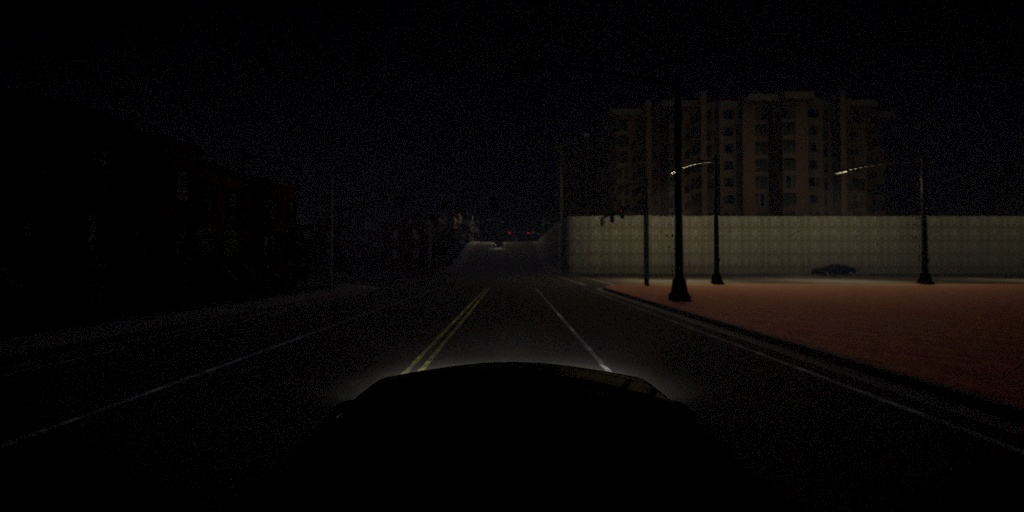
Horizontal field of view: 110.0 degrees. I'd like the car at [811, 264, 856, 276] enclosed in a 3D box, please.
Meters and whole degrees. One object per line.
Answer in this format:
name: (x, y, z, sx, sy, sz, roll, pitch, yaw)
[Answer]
car: (42.465, 1.868, 47.443, 5.008, 1.535, 1.882, 0, -1, 1)
